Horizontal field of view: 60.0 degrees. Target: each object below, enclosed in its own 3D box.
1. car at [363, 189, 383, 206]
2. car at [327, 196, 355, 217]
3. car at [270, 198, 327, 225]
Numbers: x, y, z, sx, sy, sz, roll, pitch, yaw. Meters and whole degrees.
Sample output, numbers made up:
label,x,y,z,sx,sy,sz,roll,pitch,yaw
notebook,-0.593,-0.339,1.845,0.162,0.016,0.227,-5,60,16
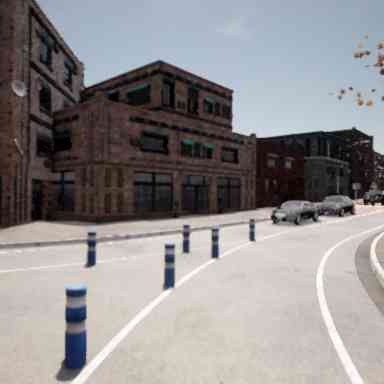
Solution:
label,x,y,z,sx,sy,sz,roll,pitch,yaw
car,22.354,0.682,39.968,2.150,2.045,5.566,1,-2,41
car,12.524,1.122,28.987,2.097,1.767,4.553,1,1,42
car,7.214,1.365,23.043,2.128,1.511,4.902,1,1,42
